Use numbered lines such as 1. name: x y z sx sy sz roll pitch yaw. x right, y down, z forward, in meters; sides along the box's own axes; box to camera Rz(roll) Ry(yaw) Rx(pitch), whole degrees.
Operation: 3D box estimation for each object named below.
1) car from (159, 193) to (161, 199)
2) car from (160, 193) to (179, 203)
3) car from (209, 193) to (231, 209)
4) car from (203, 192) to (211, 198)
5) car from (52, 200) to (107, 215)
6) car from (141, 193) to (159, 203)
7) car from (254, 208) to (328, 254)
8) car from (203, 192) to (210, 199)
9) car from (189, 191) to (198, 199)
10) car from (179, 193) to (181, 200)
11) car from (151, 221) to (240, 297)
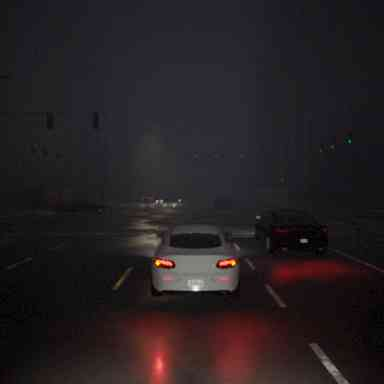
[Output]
1. car: -6.812 0.965 70.550 2.128 1.511 4.902 0 0 1
2. car: -3.638 1.042 54.888 1.882 1.535 5.008 0 1 1
3. car: 3.410 1.171 38.580 1.882 1.535 5.008 0 0 0
4. car: 3.993 0.746 89.394 2.033 1.411 5.357 0 0 1
5. car: -10.377 1.358 30.560 4.718 1.301 1.895 0 0 17
6. car: -7.135 1.041 54.972 1.882 1.535 5.008 0 0 1
7. car: 3.647 1.373 13.002 1.882 1.535 5.008 0 0 2
8. car: 3.828 0.845 79.165 1.882 1.535 5.008 0 0 1
9. car: 0.329 0.962 79.252 1.895 1.301 4.718 0 0 1
10. car: -3.313 0.941 70.462 1.837 1.490 4.892 0 0 1
11. car: 0.062 1.459 8.292 1.812 1.442 4.674 0 0 0
